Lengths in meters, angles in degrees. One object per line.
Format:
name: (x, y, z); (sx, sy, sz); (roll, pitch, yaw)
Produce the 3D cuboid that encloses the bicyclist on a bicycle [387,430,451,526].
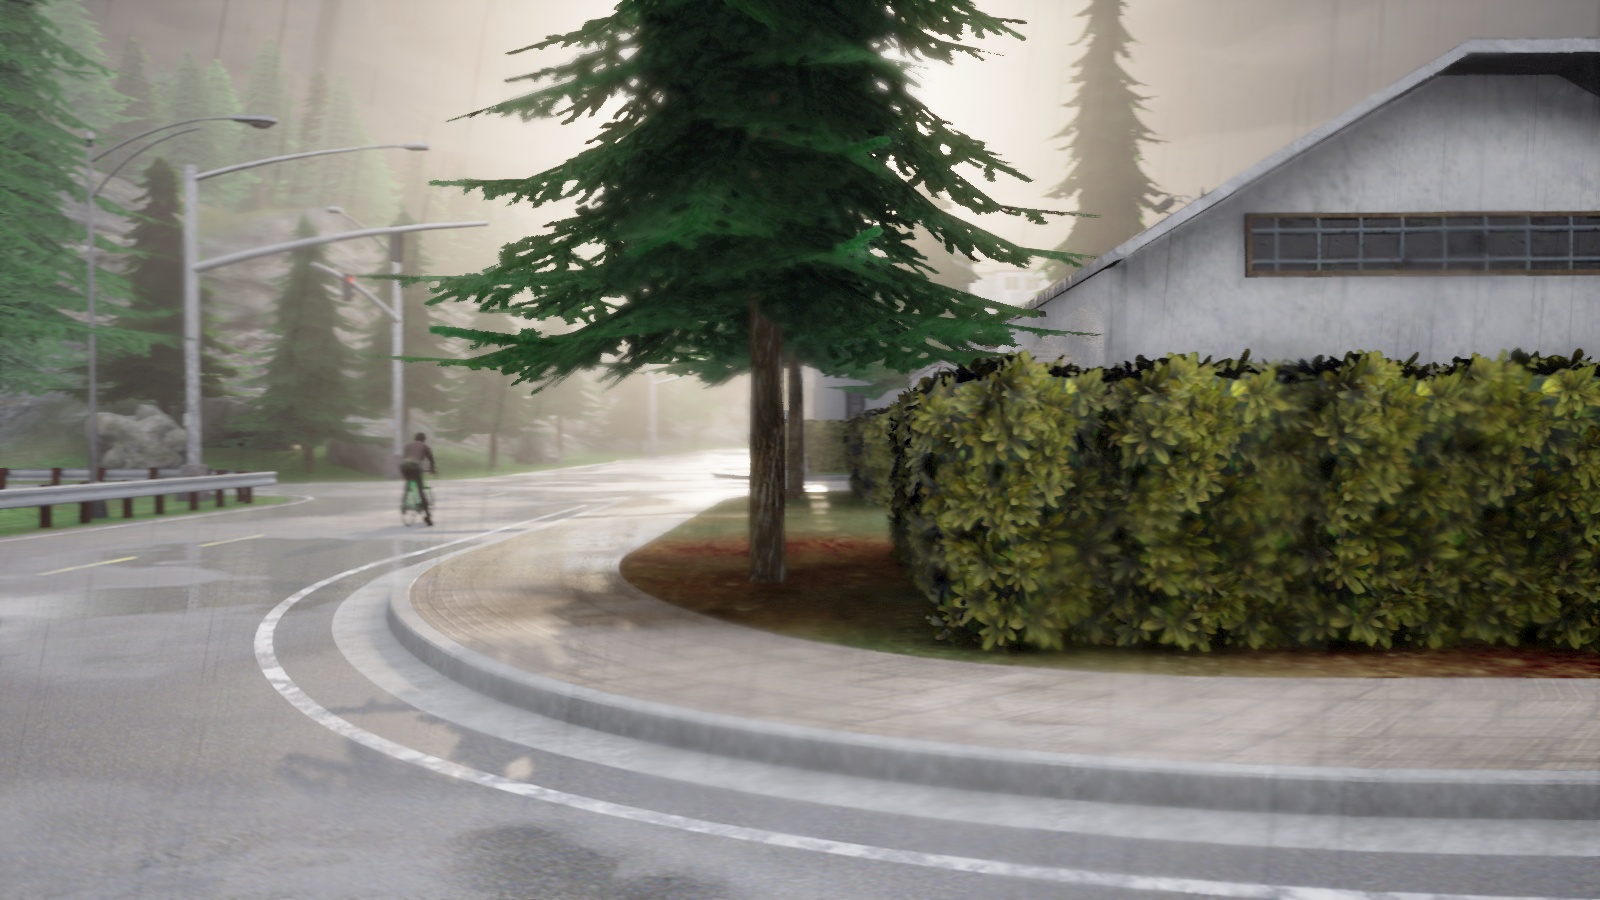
bicyclist on a bicycle: (-6.662, 0.471, 22.045); (0.582, 1.620, 1.656); (0, 0, 2)
